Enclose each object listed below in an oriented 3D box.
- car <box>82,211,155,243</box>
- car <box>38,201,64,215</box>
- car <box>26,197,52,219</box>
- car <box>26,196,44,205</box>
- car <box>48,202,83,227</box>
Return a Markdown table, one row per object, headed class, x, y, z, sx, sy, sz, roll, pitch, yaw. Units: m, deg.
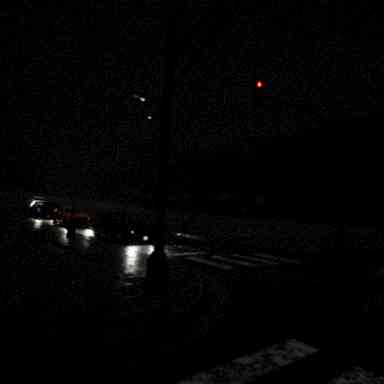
| class | x | y | z | sx | sy | sz | roll | pitch | yaw |
| --- | --- | --- | --- | --- | --- | --- | --- | --- | --- |
| car | -3.849 | 1.863 | 18.195 | 2.033 | 1.411 | 5.357 | 5 | -3 | -38 |
| car | -18.927 | 2.104 | 44.504 | 2.128 | 1.511 | 4.902 | 5 | -2 | -34 |
| car | -15.333 | 1.799 | 34.466 | 2.097 | 1.767 | 4.553 | 5 | -3 | -35 |
| car | -24.751 | 1.721 | 52.670 | 2.150 | 2.045 | 5.566 | 5 | -2 | -35 |
| car | -9.526 | 1.880 | 26.258 | 1.882 | 1.535 | 5.008 | 5 | -3 | -35 |
